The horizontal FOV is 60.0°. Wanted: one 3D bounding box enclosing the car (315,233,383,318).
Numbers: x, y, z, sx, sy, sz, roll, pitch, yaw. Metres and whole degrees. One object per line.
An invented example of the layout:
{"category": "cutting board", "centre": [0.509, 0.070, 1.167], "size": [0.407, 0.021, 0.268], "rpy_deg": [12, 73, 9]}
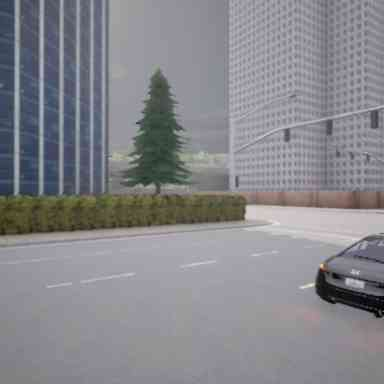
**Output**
{"category": "car", "centre": [4.520, 1.584, 7.023], "size": [4.181, 1.385, 1.994], "rpy_deg": [0, 0, -35]}
